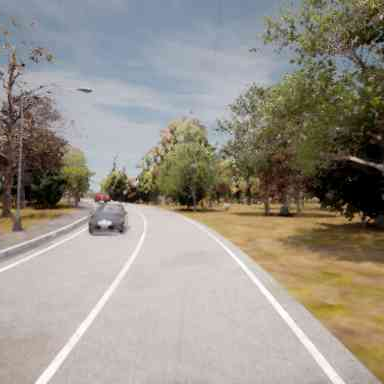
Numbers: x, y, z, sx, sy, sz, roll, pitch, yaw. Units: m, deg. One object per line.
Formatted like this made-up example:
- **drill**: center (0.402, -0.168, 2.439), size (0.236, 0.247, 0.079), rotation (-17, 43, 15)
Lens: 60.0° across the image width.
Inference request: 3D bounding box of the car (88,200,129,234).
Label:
- **car**: center (-4.647, 1.454, 18.948), size (2.128, 1.511, 4.902), rotation (1, 0, -7)

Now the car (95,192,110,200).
- **car**: center (-16.136, 0.959, 59.852), size (2.150, 2.045, 5.566), rotation (2, 0, -23)
